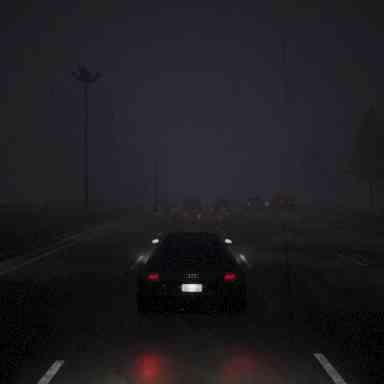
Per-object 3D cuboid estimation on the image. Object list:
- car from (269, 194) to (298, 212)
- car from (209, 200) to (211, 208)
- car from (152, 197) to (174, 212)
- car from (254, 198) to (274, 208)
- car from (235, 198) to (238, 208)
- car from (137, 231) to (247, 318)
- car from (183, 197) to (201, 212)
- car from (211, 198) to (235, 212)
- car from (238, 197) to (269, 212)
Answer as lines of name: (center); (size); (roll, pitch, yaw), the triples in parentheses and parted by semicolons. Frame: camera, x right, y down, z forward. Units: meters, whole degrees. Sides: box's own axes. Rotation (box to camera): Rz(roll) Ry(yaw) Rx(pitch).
car: (10.499, 1.221, 38.371); (2.150, 2.045, 5.566); (0, 0, 0)
car: (3.494, 1.601, 48.895); (1.895, 1.301, 4.718); (0, 0, 0)
car: (-3.499, 1.505, 38.878); (1.837, 1.490, 4.892); (0, 0, 0)
car: (10.494, 1.601, 48.872); (1.895, 1.301, 4.718); (0, 0, 0)
car: (6.990, 1.547, 48.161); (2.033, 1.411, 5.357); (0, 0, 0)
car: (-0.002, 1.564, 7.539); (1.994, 1.385, 4.181); (0, 0, 0)
car: (0.001, 1.352, 38.861); (2.097, 1.767, 4.553); (0, 0, 0)
car: (3.498, 1.505, 38.623); (1.837, 1.490, 4.892); (0, 0, 0)
car: (6.998, 1.352, 38.421); (2.097, 1.767, 4.553); (0, 0, 0)
